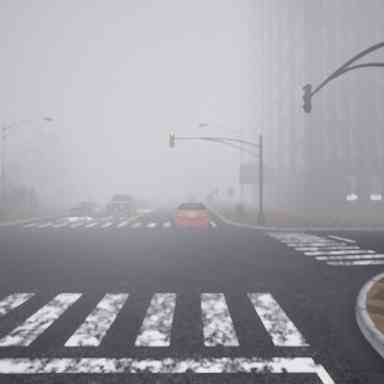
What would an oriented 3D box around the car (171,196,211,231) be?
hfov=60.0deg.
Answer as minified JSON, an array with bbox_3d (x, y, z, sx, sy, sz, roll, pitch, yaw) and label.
[{"bbox_3d":[-0.001,1.349,20.520,2.097,1.767,4.553,0,0,0],"label":"car"}]

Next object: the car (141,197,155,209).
[{"bbox_3d":[-6.822,1.636,46.982,1.895,1.301,4.718,0,0,0],"label":"car"}]

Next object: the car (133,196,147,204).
[{"bbox_3d":[-10.072,1.577,64.817,1.994,1.385,4.181,0,0,0],"label":"car"}]

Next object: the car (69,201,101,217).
[{"bbox_3d":[-10.000,1.568,31.372,1.994,1.385,4.181,0,0,0],"label":"car"}]

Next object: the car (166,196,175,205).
[{"bbox_3d":[-3.547,1.609,59.851,1.812,1.442,4.674,0,0,0],"label":"car"}]

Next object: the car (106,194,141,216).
[{"bbox_3d":[-6.756,1.225,32.371,2.150,2.045,5.566,0,0,0],"label":"car"}]

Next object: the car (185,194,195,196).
[{"bbox_3d":[-0.295,1.303,59.481,2.150,2.045,5.566,0,0,0],"label":"car"}]

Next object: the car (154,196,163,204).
[{"bbox_3d":[-6.822,1.522,64.864,2.097,1.767,4.553,0,0,0],"label":"car"}]

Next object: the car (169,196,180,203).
[{"bbox_3d":[-3.598,1.544,69.855,2.033,1.411,5.357,0,0,0],"label":"car"}]

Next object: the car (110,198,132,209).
[{"bbox_3d":[-10.074,1.586,47.856,2.033,1.411,5.357,0,0,0],"label":"car"}]
